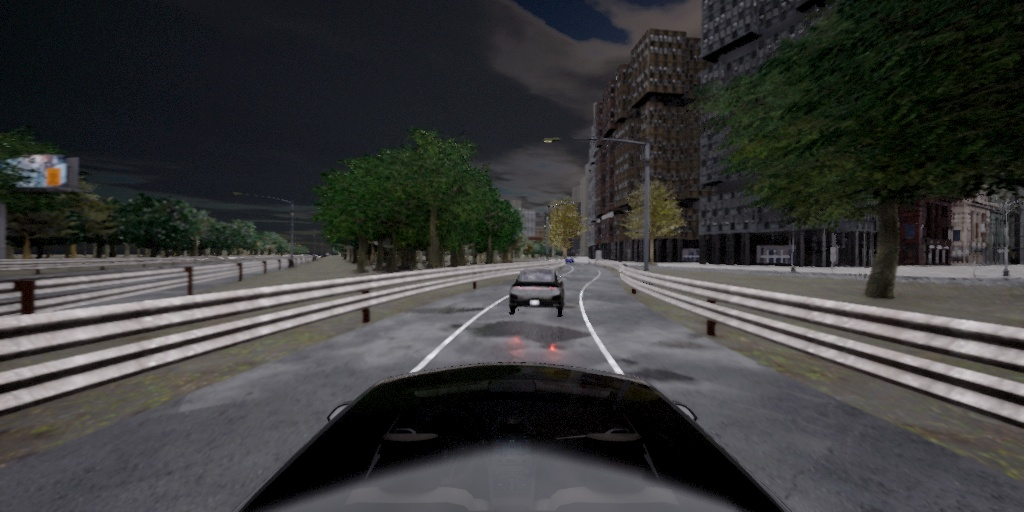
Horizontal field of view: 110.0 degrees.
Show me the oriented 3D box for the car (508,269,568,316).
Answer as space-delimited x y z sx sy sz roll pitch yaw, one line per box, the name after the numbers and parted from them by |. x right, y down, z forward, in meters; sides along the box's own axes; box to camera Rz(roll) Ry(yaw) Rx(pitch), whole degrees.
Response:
1.041 1.233 13.538 2.128 1.511 4.902 0 0 8 | car
